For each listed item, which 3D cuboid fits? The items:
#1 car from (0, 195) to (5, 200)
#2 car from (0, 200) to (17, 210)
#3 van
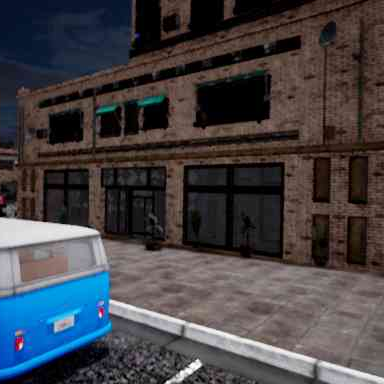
[{"bbox_3d":[-22.896,1.250,36.246,2.192,1.841,5.009,1,0,36],"label":"car"},{"bbox_3d":[-16.146,1.666,31.288,1.947,1.339,4.313,1,0,36],"label":"car"},{"bbox_3d":[-3.019,1.318,5.015,3.998,1.788,1.690,0,1,36],"label":"van"}]
